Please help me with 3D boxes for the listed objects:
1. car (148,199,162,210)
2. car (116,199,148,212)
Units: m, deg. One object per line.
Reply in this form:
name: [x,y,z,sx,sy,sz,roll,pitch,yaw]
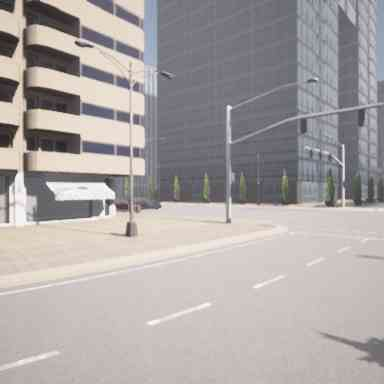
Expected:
car: [-5.702,1.530,41.592,4.181,1.385,1.994,0,0,41]
car: [-7.693,1.506,38.712,4.674,1.442,1.812,0,0,40]
